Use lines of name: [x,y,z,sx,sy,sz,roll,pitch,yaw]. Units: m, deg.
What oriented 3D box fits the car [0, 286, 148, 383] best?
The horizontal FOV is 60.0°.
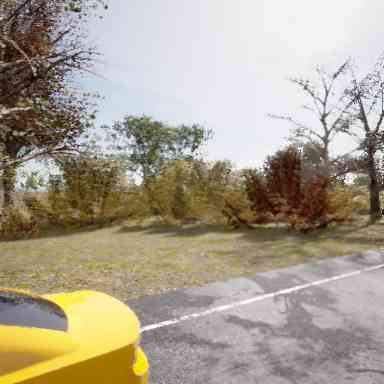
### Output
car: [-2.713,1.478,2.059,5.008,1.535,1.882,0,0,-36]
